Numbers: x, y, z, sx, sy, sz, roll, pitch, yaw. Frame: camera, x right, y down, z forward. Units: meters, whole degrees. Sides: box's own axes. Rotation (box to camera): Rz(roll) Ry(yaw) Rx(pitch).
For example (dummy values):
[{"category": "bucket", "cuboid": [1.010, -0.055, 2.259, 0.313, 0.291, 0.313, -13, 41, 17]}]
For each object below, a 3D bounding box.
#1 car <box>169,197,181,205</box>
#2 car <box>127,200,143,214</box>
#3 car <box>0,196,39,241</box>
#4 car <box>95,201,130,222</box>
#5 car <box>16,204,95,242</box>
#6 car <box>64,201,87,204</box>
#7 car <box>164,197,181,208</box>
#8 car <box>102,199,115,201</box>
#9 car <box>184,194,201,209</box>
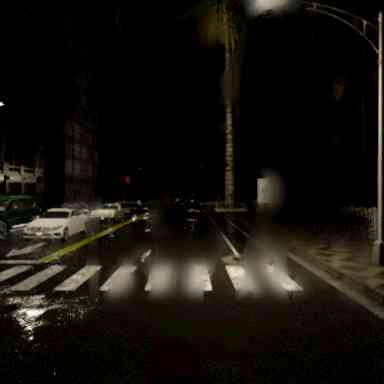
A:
[{"category": "car", "cuboid": [-3.140, 1.677, 60.759, 1.994, 1.385, 4.181, 0, 0, 0]}, {"category": "car", "cuboid": [-6.582, 1.596, 37.030, 2.033, 1.411, 5.357, 0, 0, 0]}, {"category": "car", "cuboid": [-9.846, 1.241, 17.227, 2.150, 2.045, 5.566, 0, 0, 0]}, {"category": "car", "cuboid": [-6.593, 1.631, 26.712, 1.895, 1.301, 4.718, 0, 0, 0]}, {"category": "car", "cuboid": [-6.595, 1.544, 16.685, 1.812, 1.442, 4.674, 0, 0, 0]}, {"category": "car", "cuboid": [-9.842, 1.524, 27.679, 2.128, 1.511, 4.902, 0, 0, 0]}, {"category": "car", "cuboid": [-3.144, 1.647, 50.802, 1.994, 1.385, 4.181, 0, 0, 1]}, {"category": "car", "cuboid": [-9.820, 1.579, 38.897, 1.812, 1.442, 4.674, 0, 0, 0]}, {"category": "car", "cuboid": [0.016, 1.293, 46.520, 2.150, 2.045, 5.566, 0, 0, 0]}]
